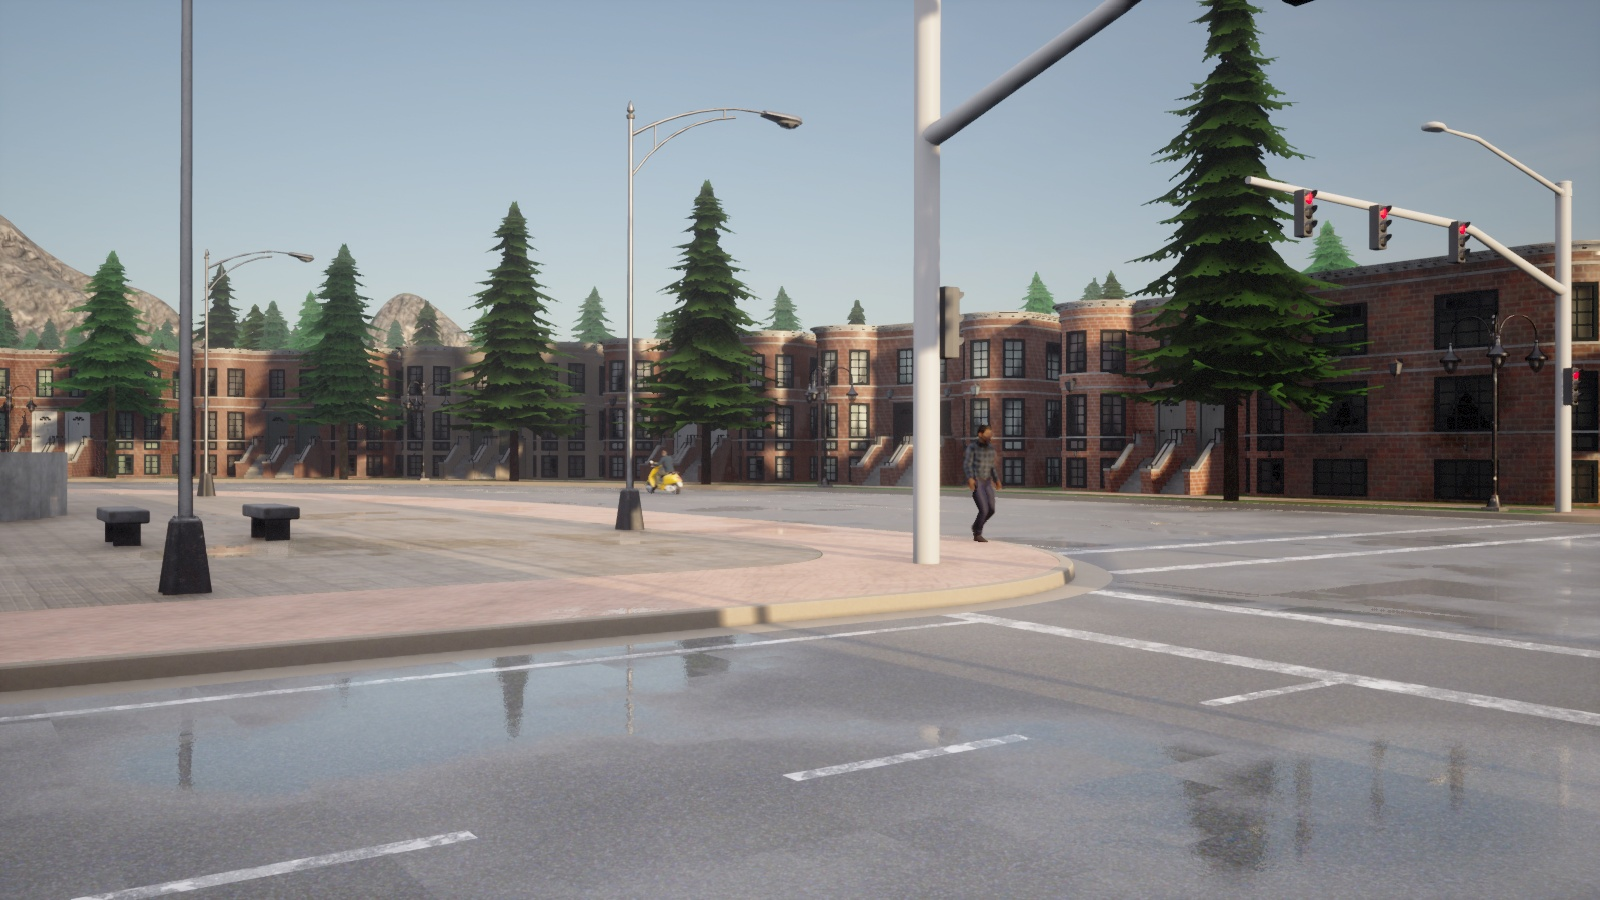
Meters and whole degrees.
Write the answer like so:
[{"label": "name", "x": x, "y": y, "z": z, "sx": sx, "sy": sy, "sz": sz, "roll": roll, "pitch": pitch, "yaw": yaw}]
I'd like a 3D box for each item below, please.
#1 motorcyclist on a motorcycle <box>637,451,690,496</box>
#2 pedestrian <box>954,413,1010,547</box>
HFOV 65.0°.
[{"label": "motorcyclist on a motorcycle", "x": -4.870, "y": 0.818, "z": 44.758, "sx": 1.817, "sy": 1.590, "sz": 0.866, "roll": 0, "pitch": 0, "yaw": 40}, {"label": "pedestrian", "x": 2.711, "y": 0.443, "z": 18.755, "sx": 0.423, "sy": 1.949, "sz": 0.788, "roll": 0, "pitch": 0, "yaw": -32}]
